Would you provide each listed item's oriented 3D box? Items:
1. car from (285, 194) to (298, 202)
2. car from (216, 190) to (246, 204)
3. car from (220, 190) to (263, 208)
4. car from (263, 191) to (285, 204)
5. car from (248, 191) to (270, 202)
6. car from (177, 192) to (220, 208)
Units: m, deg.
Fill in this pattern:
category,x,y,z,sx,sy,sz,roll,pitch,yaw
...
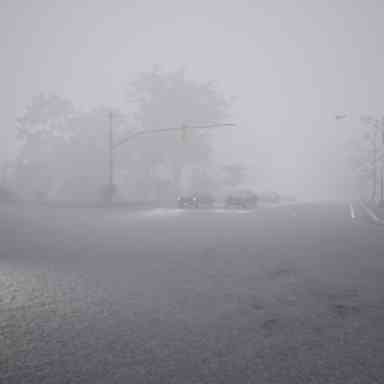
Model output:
category,x,y,z,sx,sy,sz,roll,pitch,yaw
car,15.720,0.973,53.271,1.994,1.385,4.181,1,-1,26
car,4.505,0.542,37.847,1.837,1.490,4.892,1,0,25
car,4.506,0.560,29.645,1.882,1.535,5.008,1,1,26
car,9.421,0.618,40.041,1.882,1.535,5.008,1,0,26
car,10.049,0.742,49.512,2.128,1.511,4.902,1,-1,26
car,0.492,0.649,29.386,1.895,1.301,4.718,1,1,26
